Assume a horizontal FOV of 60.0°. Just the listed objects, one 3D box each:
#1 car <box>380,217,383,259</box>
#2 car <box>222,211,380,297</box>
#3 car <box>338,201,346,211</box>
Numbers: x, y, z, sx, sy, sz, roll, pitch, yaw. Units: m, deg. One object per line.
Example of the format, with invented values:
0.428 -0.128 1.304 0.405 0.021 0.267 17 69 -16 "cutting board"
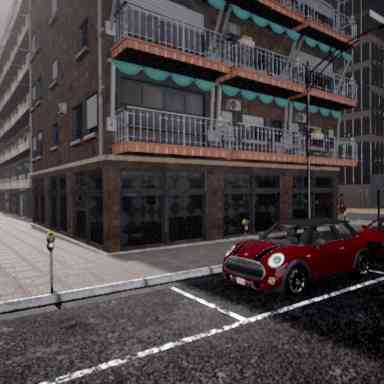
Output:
7.198 1.536 11.688 4.507 1.381 1.887 0 -1 -35 "car"
2.697 1.435 8.486 4.097 1.590 1.967 0 -1 -35 "car"
16.482 1.726 40.570 1.967 1.590 4.097 -2 0 -36 "car"
